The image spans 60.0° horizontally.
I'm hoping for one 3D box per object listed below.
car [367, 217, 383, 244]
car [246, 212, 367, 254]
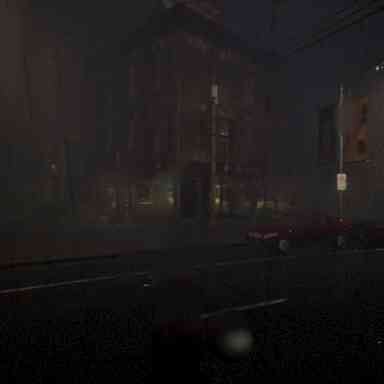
[{"bbox_3d":[9.758,1.650,15.512,4.718,1.301,1.895,0,0,-14],"label":"car"},{"bbox_3d":[4.418,1.539,13.434,4.674,1.452,2.002,0,0,-24],"label":"car"}]
